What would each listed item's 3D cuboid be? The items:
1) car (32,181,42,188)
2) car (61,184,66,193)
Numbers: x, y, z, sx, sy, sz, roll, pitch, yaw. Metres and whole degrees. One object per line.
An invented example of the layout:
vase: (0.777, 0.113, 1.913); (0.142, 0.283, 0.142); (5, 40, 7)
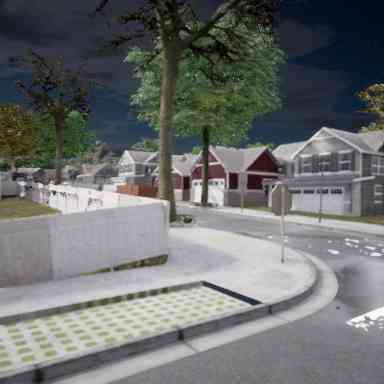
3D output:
car: (-36.038, -1.779, 76.865); (1.837, 1.490, 4.892); (1, 1, -35)
car: (-18.599, -0.378, 46.686); (2.033, 1.411, 5.357); (1, 1, -35)
